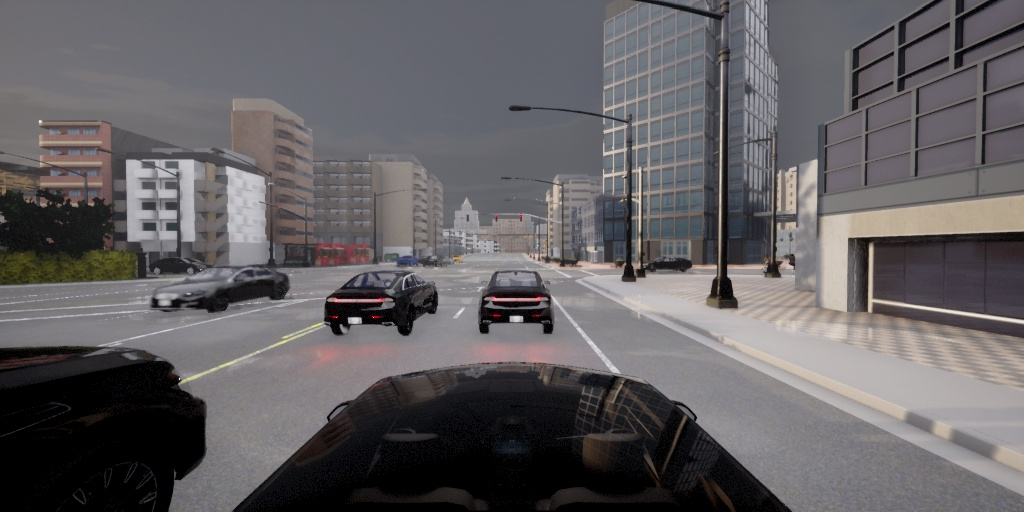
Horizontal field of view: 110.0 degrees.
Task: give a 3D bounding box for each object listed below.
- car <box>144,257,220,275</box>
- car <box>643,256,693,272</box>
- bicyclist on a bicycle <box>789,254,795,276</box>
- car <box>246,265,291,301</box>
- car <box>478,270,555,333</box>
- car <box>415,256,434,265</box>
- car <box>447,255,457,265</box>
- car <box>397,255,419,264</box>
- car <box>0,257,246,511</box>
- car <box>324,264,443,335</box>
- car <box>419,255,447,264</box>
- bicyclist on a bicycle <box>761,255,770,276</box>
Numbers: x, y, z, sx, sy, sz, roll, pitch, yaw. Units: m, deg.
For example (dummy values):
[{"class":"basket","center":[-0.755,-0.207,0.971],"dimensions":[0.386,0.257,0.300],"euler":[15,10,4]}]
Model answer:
[{"class":"car","center":[-28.710,0.859,31.295],"dimensions":[4.892,1.490,1.837],"euler":[0,1,1]},{"class":"car","center":[14.749,0.773,34.567],"dimensions":[4.902,1.511,2.128],"euler":[0,1,1]},{"class":"bicyclist on a bicycle","center":[21.107,0.634,26.653],"dimensions":[1.656,1.620,0.582],"euler":[-22,-6,-26]},{"class":"car","center":[-10.499,1.131,13.382],"dimensions":[2.128,1.511,4.902],"euler":[0,1,2]},{"class":"car","center":[0.113,1.153,10.369],"dimensions":[2.128,1.511,4.902],"euler":[0,1,0]},{"class":"car","center":[-13.984,0.679,57.432],"dimensions":[1.994,1.385,4.181],"euler":[0,0,0]},{"class":"car","center":[-10.493,0.715,57.221],"dimensions":[1.895,1.301,4.718],"euler":[0,0,0]},{"class":"car","center":[-14.002,0.640,48.433],"dimensions":[1.882,1.535,5.008],"euler":[0,0,0]},{"class":"car","center":[-3.402,0.970,0.317],"dimensions":[2.150,2.045,5.566],"euler":[0,0,0]},{"class":"car","center":[-3.390,1.154,10.175],"dimensions":[2.128,1.511,4.902],"euler":[0,1,0]},{"class":"car","center":[-10.508,0.646,47.878],"dimensions":[1.882,1.535,5.008],"euler":[0,0,0]},{"class":"bicyclist on a bicycle","center":[19.195,0.718,26.861],"dimensions":[1.656,1.620,0.582],"euler":[-1,1,-23]}]
